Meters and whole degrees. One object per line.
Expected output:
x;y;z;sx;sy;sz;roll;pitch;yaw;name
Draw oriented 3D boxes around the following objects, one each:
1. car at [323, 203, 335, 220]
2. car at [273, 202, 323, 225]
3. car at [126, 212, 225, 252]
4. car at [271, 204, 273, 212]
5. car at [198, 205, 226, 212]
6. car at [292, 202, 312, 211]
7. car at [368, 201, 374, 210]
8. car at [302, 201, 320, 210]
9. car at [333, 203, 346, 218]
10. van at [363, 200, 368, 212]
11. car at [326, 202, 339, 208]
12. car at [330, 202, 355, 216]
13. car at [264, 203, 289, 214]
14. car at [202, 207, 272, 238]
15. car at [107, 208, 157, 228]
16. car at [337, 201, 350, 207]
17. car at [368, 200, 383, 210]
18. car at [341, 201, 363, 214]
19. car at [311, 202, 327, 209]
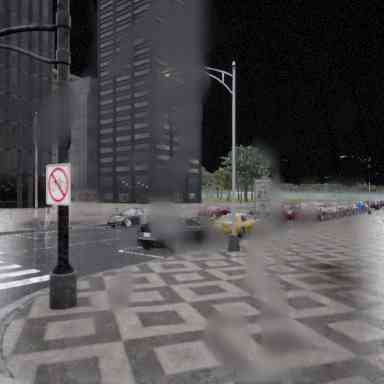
12.519;2.114;33.274;1.887;1.381;4.507;-1;-2;35;car
9.242;1.792;28.685;2.192;1.841;5.009;-1;-2;35;car
-0.585;1.775;14.893;1.947;1.339;4.313;-1;-2;35;car
8.858;2.210;42.824;2.008;1.369;4.403;-1;-2;35;car
2.307;2.016;33.634;1.887;1.381;4.507;-1;-2;35;car
18.687;2.494;56.609;2.008;1.369;4.403;-1;-2;35;car
28.903;2.592;56.251;2.008;1.369;4.403;-1;-2;35;car
21.963;2.477;61.206;1.967;1.590;4.097;-1;-2;35;car
15.800;2.246;37.874;1.802;1.307;4.206;-1;-2;36;car
25.625;2.290;51.660;1.690;1.788;3.998;-1;-2;35;van
31.794;2.892;74.989;1.802;1.307;4.206;-1;-2;35;car
19.072;2.304;42.465;1.887;1.381;4.507;-1;-2;35;car
12.134;2.306;47.418;2.008;1.369;4.403;-1;-2;35;car
2.789;1.824;19.627;1.752;1.417;4.829;-1;-2;35;car
-4.245;1.842;24.443;2.008;1.369;4.403;-1;-1;35;car
38.346;3.038;84.179;2.008;1.369;4.403;-1;-1;35;car
35.455;2.540;65.447;2.192;1.841;5.009;-1;-2;35;car
22.349;2.295;47.063;1.967;1.590;4.097;-1;-2;35;car
25.240;2.673;65.799;1.887;1.381;4.507;-1;-2;35;car
